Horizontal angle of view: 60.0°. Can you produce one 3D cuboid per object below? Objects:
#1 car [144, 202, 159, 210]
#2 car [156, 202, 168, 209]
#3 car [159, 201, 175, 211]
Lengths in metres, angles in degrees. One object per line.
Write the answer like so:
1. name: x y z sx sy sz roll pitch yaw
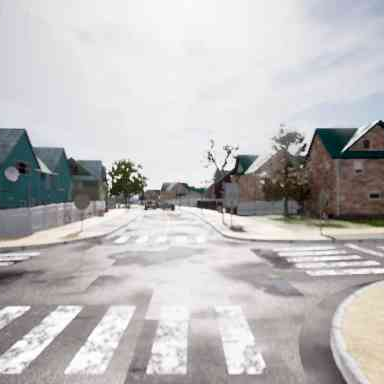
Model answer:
1. car: -7.413 2.420 58.986 1.812 1.442 4.674 0 -1 -10
2. car: -5.911 2.633 65.274 1.895 1.301 4.718 0 -1 -13
3. car: -3.940 2.323 55.349 1.837 1.490 4.892 0 -1 -10
